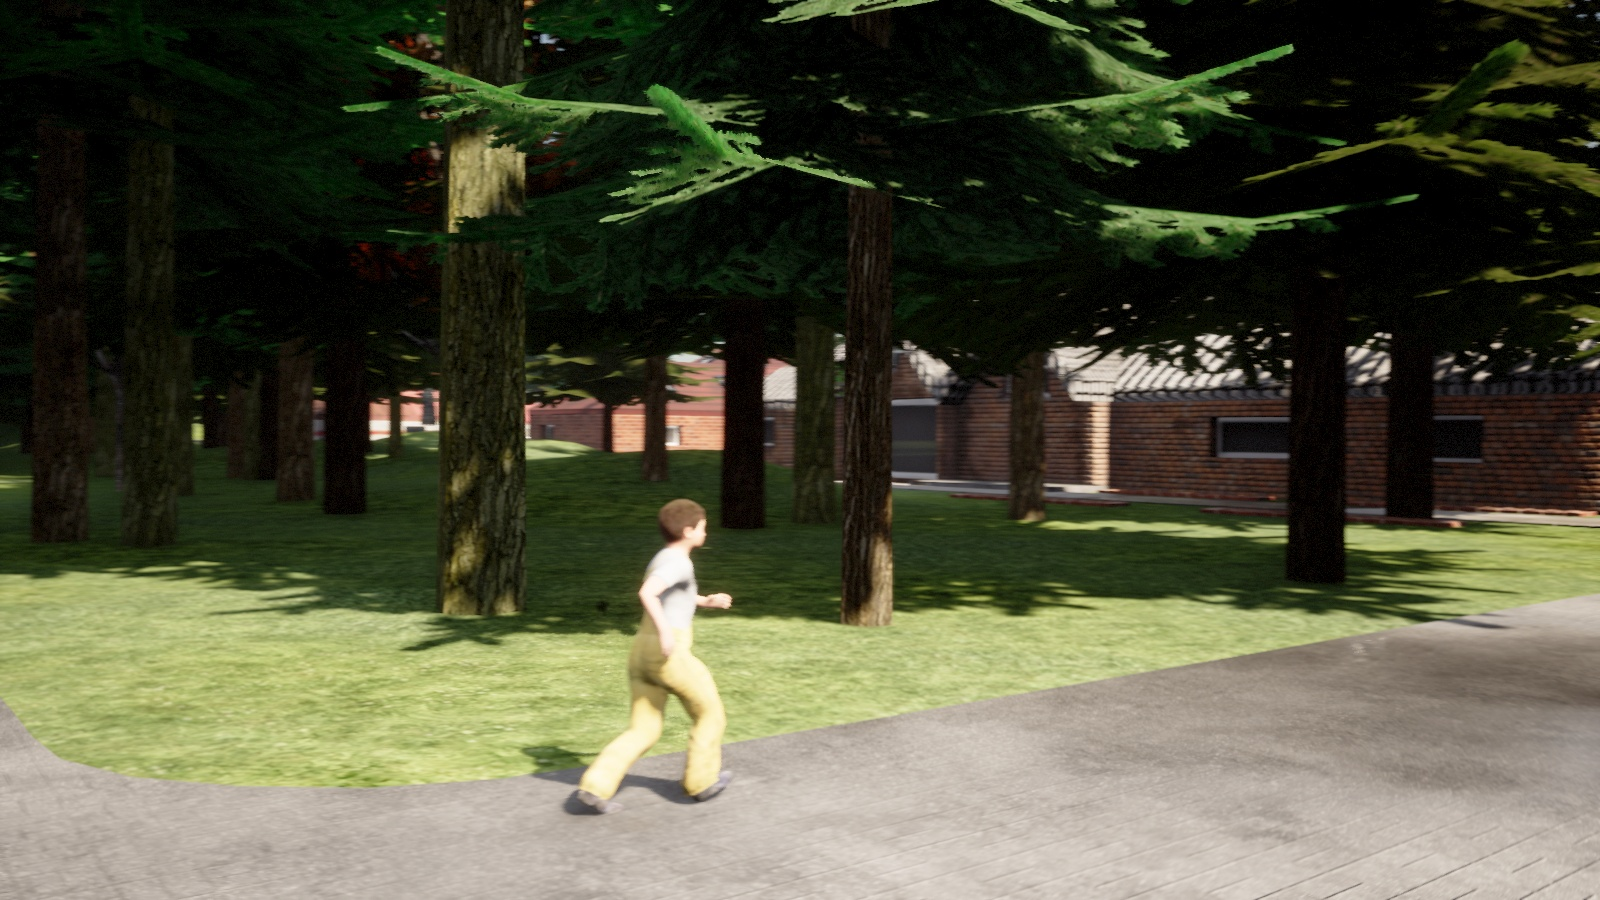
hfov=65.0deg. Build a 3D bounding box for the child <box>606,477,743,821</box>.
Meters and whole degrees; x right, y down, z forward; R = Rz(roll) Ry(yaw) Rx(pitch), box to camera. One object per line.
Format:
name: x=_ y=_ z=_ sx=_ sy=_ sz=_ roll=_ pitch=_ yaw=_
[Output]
child: x=-0.489 y=0.747 z=4.910 sx=0.437 sy=1.263 sz=0.270 roll=-1 pitch=1 yaw=-37
